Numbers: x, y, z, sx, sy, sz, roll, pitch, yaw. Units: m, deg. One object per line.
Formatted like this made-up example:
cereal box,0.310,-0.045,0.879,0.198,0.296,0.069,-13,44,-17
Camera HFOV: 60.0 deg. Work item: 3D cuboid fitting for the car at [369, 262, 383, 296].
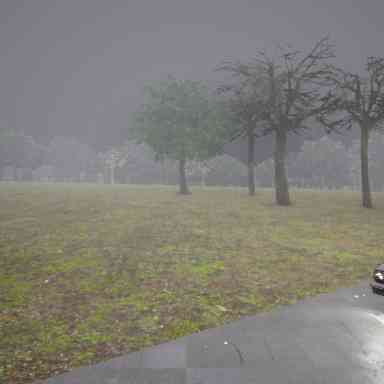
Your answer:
car,6.154,1.542,7.436,5.357,1.411,2.033,0,0,-35
